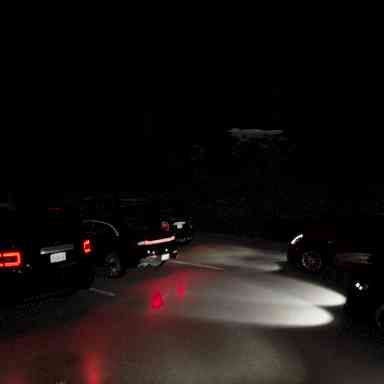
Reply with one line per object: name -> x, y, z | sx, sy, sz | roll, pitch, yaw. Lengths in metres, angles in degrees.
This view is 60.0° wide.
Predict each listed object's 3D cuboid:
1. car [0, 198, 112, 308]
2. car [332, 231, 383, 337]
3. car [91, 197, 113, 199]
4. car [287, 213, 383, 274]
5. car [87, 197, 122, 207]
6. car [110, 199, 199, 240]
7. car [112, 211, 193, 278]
car -> -4.551, 1.221, 7.228 | 5.566, 2.045, 2.150 | 0, 0, 33
car -> 4.607, 1.564, 4.996 | 4.181, 1.385, 1.994 | 0, 0, 36
car -> -13.171, 1.400, 45.730 | 2.128, 1.511, 4.902 | 0, 0, 44
car -> 4.981, 1.352, 9.040 | 4.553, 1.767, 2.097 | 0, 0, 36
car -> -13.240, 1.496, 50.543 | 4.718, 1.301, 1.895 | 0, 0, -43
car -> -2.206, 1.351, 14.123 | 4.553, 1.767, 2.097 | 0, 0, 35
car -> -2.666, 1.491, 10.154 | 4.902, 1.511, 2.128 | 0, 0, 36
